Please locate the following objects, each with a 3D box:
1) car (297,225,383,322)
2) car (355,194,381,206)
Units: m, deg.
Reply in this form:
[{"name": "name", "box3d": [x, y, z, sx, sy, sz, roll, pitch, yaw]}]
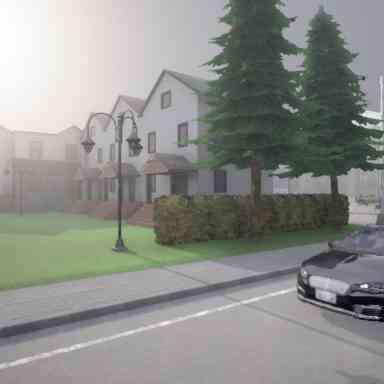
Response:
[{"name": "car", "box3d": [4.246, 1.490, 7.043, 4.902, 1.511, 2.128, 0, 0, -36]}, {"name": "car", "box3d": [26.474, 1.090, 48.717, 1.932, 1.855, 4.605, 0, 0, -36]}]
